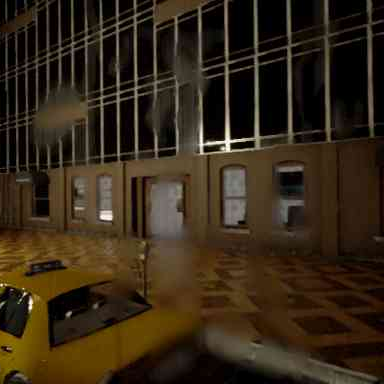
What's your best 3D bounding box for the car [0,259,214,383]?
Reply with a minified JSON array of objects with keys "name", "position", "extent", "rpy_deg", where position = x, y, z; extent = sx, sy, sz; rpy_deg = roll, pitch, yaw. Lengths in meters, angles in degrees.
[{"name":"car","position":[-2.052,1.569,4.345],"extent":[4.829,1.417,1.752],"rpy_deg":[-1,-1,36]}]
